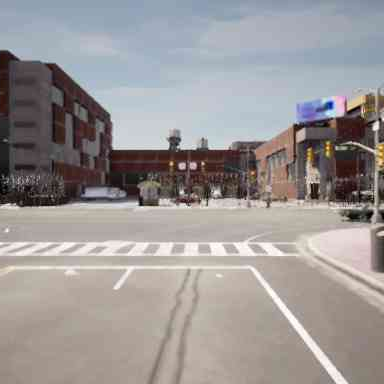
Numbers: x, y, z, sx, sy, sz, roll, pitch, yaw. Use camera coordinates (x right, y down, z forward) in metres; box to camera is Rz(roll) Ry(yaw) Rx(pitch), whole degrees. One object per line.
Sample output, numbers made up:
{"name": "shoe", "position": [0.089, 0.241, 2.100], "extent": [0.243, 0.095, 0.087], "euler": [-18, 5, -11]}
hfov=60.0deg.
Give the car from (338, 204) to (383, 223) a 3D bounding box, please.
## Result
{"name": "car", "position": [13.360, 1.530, 24.275], "extent": [4.718, 1.301, 1.895], "euler": [0, 0, 1]}
